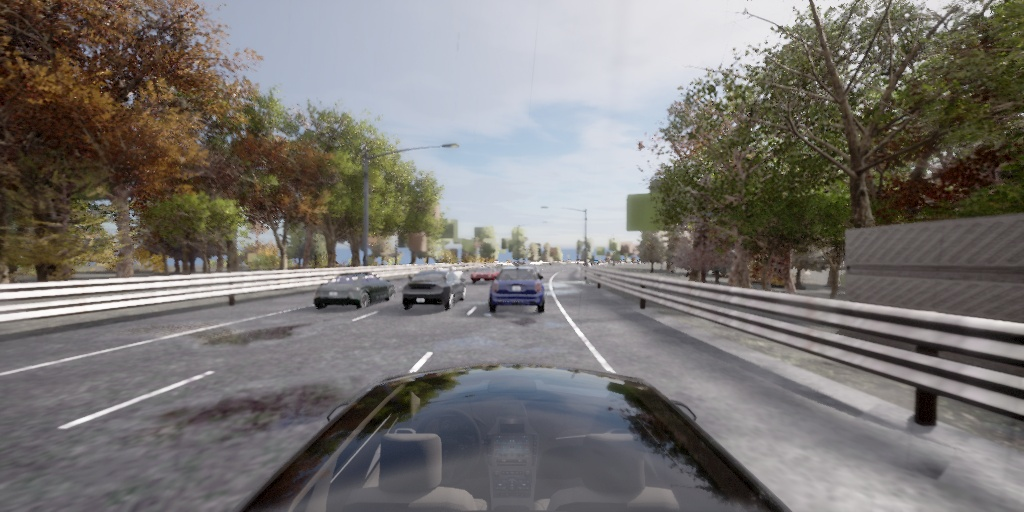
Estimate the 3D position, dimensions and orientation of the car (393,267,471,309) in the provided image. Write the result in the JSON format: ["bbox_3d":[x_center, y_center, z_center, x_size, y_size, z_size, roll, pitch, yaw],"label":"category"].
[{"bbox_3d":[-3.207,1.376,15.531,1.837,1.490,4.892,0,0,3],"label":"car"}]

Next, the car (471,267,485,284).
[{"bbox_3d":[-2.077,1.596,29.971,1.895,1.301,4.718,0,0,6],"label":"car"}]

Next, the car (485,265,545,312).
[{"bbox_3d":[0.274,1.222,15.120,2.097,1.767,4.553,0,-1,3],"label":"car"}]

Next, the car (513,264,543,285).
[{"bbox_3d":[1.428,1.499,29.792,2.128,1.511,4.902,0,0,6],"label":"car"}]

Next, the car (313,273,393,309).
[{"bbox_3d":[-6.703,1.426,15.677,1.994,1.385,4.181,0,0,3],"label":"car"}]

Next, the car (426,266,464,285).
[{"bbox_3d":[-5.558,1.587,30.342,1.895,1.301,4.718,0,0,6],"label":"car"}]
